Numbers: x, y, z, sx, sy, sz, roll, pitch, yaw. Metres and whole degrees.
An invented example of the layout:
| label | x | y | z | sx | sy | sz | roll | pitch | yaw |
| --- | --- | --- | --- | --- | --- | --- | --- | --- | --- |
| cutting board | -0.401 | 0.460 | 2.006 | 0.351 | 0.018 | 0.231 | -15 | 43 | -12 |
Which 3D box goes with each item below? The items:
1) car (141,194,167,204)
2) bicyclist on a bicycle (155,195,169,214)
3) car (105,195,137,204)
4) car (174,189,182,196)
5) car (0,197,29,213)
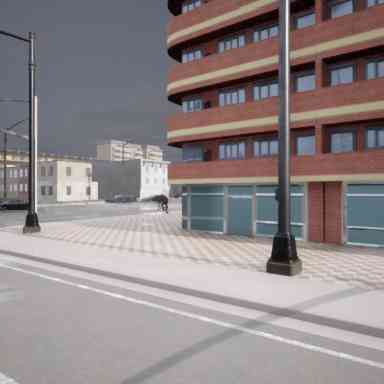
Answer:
| label | x | y | z | sx | sy | sz | roll | pitch | yaw |
| --- | --- | --- | --- | --- | --- | --- | --- | --- | --- |
| car | -5.947 | 1.034 | 52.379 | 1.812 | 1.442 | 4.674 | 0 | 1 | 37 |
| bicyclist on a bicycle | -2.613 | 1.094 | 29.256 | 1.656 | 1.620 | 0.582 | 0 | 1 | 37 |
| car | -10.926 | 1.119 | 51.564 | 2.033 | 1.411 | 5.357 | 0 | 1 | 37 |
| car | -1.166 | 0.229 | 64.524 | 2.150 | 2.045 | 5.566 | 0 | 1 | 37 |
| car | -18.983 | 1.426 | 34.876 | 1.994 | 1.385 | 4.181 | 0 | 1 | 37 |
